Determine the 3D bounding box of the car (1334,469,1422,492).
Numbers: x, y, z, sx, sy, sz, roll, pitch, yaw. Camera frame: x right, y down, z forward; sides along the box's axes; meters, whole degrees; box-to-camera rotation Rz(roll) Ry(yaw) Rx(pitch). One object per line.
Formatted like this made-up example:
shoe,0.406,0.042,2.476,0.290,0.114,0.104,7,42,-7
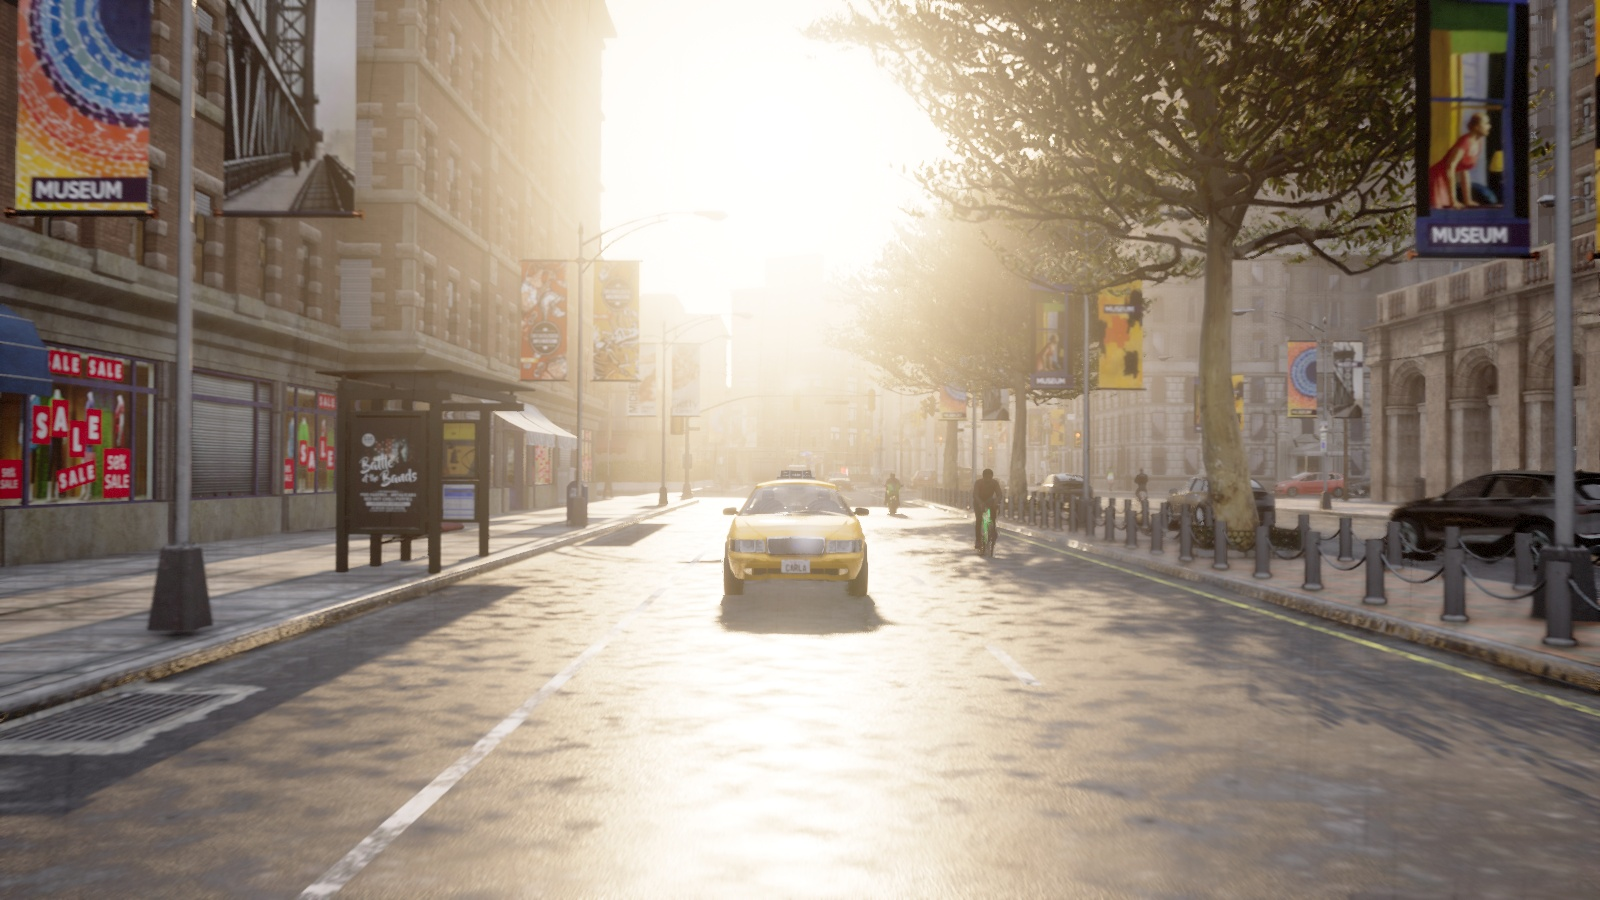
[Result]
car,38.644,2.025,84.097,4.902,1.511,2.128,0,-1,0

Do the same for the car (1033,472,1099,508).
car,11.288,1.673,53.643,1.837,1.490,4.892,0,-1,1

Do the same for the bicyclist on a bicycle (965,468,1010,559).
bicyclist on a bicycle,3.443,1.141,23.137,0.582,1.620,1.656,0,-1,0

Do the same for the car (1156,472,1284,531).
car,11.410,1.352,34.497,1.837,1.490,4.892,0,-1,0

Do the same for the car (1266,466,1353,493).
car,32.633,1.877,80.547,4.611,1.667,2.242,0,-1,0

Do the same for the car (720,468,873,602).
car,-0.046,1.047,17.479,1.801,1.575,5.366,0,-1,0

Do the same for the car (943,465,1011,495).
car,11.304,1.912,80.441,3.866,1.878,1.905,-1,-1,40

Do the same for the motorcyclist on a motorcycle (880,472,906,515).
motorcyclist on a motorcycle,3.381,1.548,45.674,0.797,1.523,2.044,0,-1,0

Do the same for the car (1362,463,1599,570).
car,12.350,1.062,21.909,2.033,1.649,4.856,0,-1,-15
